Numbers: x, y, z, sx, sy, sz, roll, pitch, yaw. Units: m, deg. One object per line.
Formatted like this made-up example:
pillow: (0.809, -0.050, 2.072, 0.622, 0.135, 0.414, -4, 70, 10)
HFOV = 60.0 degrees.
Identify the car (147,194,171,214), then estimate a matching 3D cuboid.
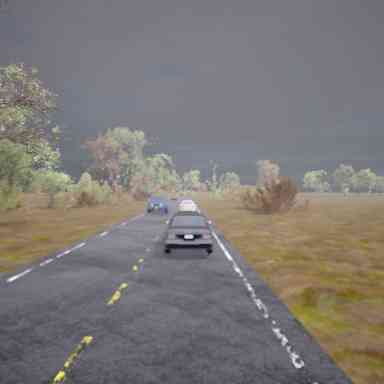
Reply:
car: (-3.660, 1.289, 36.697, 2.150, 2.045, 5.566, 0, 0, -1)

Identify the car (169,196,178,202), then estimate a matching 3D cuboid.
car: (-4.162, 1.521, 77.269, 1.895, 1.301, 4.718, 0, 0, -1)

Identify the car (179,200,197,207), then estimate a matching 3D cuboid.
car: (-0.462, 1.600, 35.771, 1.812, 1.442, 4.674, 0, 0, -1)

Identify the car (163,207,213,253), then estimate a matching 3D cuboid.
car: (-0.138, 1.577, 13.869, 2.033, 1.411, 5.357, 0, 0, -1)
